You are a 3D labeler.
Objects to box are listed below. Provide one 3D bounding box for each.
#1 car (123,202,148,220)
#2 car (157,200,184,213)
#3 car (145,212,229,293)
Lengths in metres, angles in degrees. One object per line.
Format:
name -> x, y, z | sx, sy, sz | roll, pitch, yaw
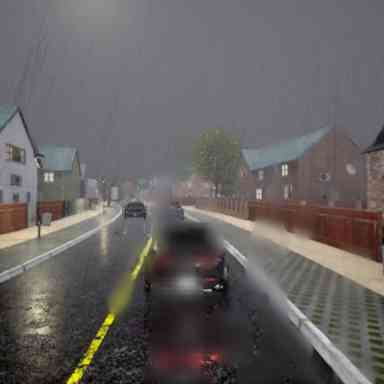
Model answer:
car -> -5.004, 1.611, 29.644 | 1.882, 1.535, 5.008 | 0, 0, -8
car -> -1.902, 1.485, 28.552 | 2.097, 1.767, 4.553 | 0, -1, -7
car -> -0.171, 1.533, 8.933 | 1.837, 1.490, 4.892 | 0, 0, -2
